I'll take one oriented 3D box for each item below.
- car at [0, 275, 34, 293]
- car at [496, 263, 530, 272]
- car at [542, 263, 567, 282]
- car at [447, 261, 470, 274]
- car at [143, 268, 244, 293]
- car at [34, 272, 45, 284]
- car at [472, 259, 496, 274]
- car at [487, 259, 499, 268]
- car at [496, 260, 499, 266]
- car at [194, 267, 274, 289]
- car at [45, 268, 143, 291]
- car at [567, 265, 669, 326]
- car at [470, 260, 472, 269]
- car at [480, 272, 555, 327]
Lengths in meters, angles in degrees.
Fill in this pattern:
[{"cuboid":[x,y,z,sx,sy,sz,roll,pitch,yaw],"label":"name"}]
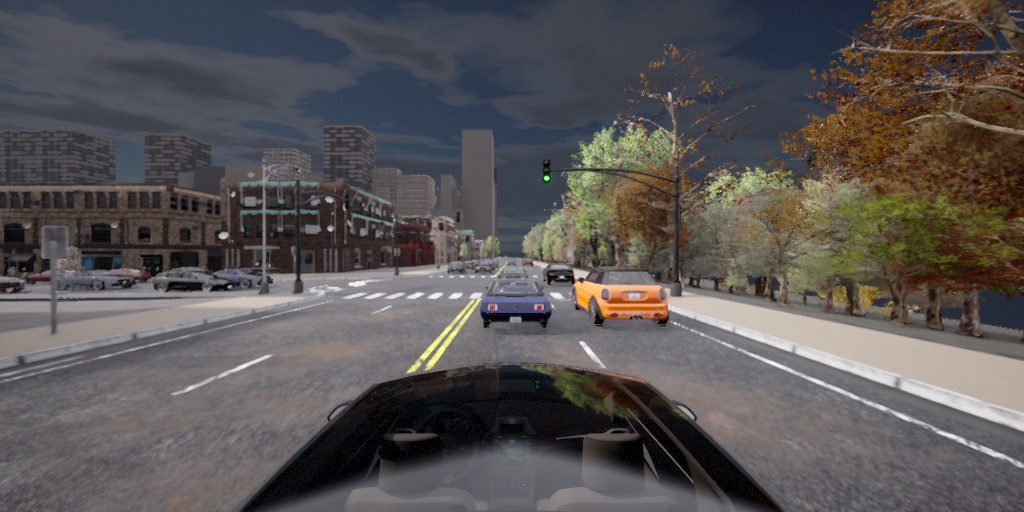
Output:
[{"cuboid":[-33.827,1.635,22.745,4.097,1.591,1.967,0,0,0],"label":"car"},{"cuboid":[0.097,1.392,24.612,1.895,1.301,4.718,0,0,0],"label":"car"},{"cuboid":[3.348,1.272,26.514,1.882,1.535,5.008,0,0,0],"label":"car"},{"cuboid":[-6.596,1.327,43.239,1.837,1.490,4.892,0,0,0],"label":"car"},{"cuboid":[-19.950,1.604,22.609,4.313,1.339,1.948,0,0,0],"label":"car"},{"cuboid":[-39.354,1.772,31.132,4.207,1.307,1.802,0,0,0],"label":"car"},{"cuboid":[-3.345,1.386,43.331,1.994,1.385,4.181,0,0,0],"label":"car"},{"cuboid":[-3.261,1.358,62.951,1.837,1.490,4.892,0,0,0],"label":"car"},{"cuboid":[-3.336,1.384,52.599,2.033,1.411,5.357,0,0,0],"label":"car"},{"cuboid":[-19.331,1.573,25.317,4.181,1.385,1.994,-1,0,0],"label":"car"},{"cuboid":[-29.375,1.689,25.321,4.181,1.385,1.994,-1,0,-1],"label":"car"},{"cuboid":[3.347,1.121,11.928,2.097,1.767,4.553,0,0,0],"label":"car"},{"cuboid":[-6.585,1.402,53.212,1.994,1.385,4.181,0,0,0],"label":"car"},{"cuboid":[0.078,1.369,11.538,1.895,1.301,4.718,0,0,-1],"label":"car"}]
